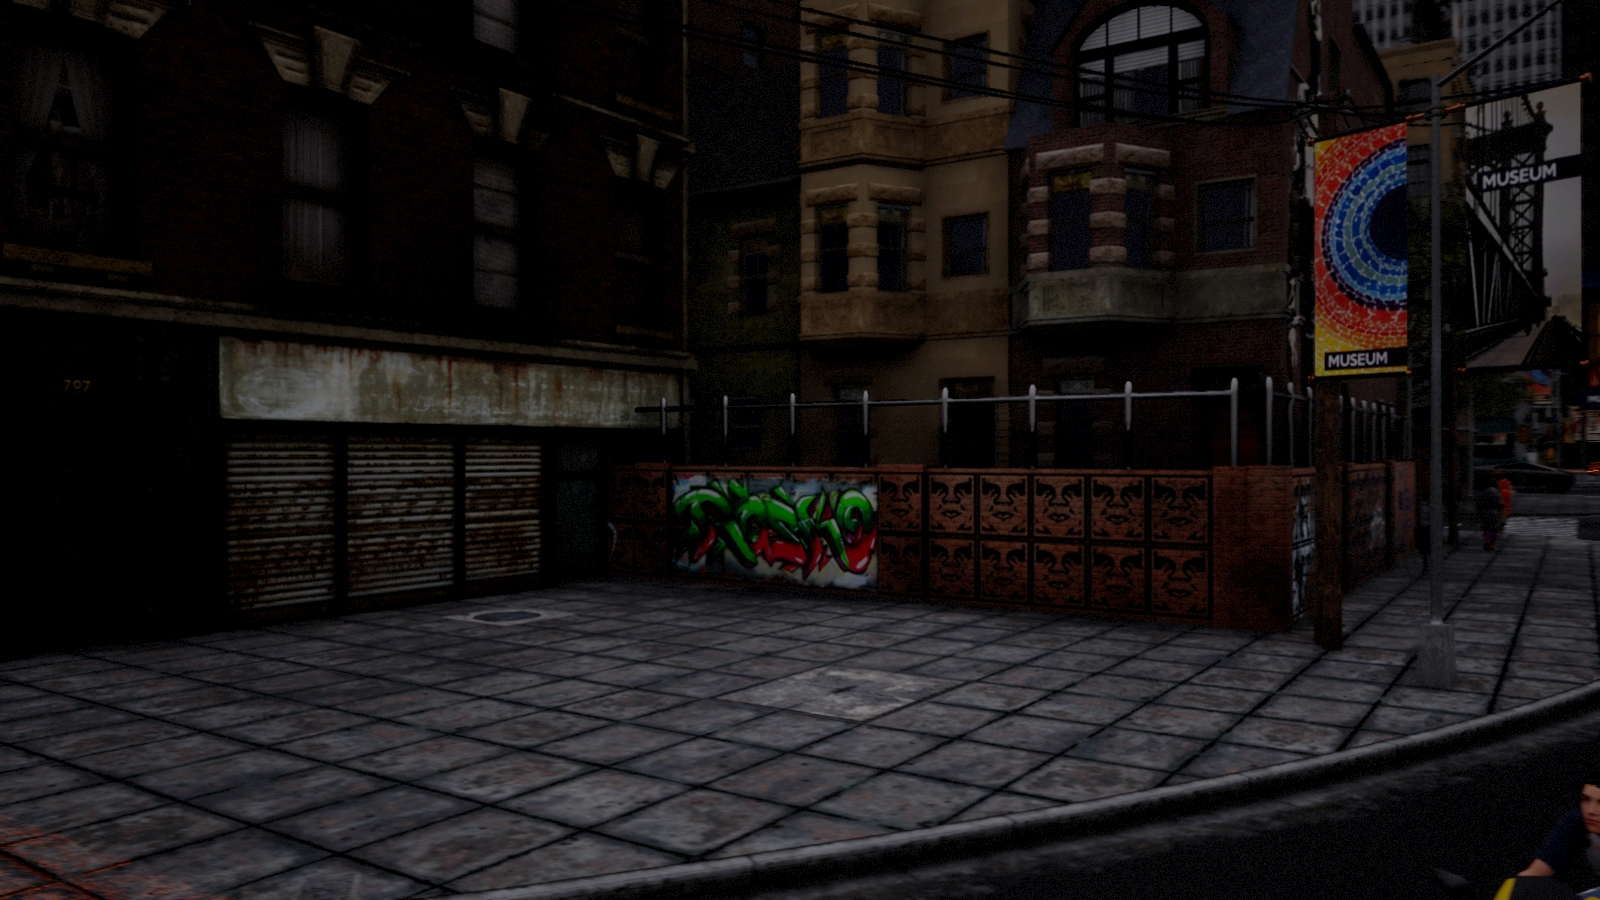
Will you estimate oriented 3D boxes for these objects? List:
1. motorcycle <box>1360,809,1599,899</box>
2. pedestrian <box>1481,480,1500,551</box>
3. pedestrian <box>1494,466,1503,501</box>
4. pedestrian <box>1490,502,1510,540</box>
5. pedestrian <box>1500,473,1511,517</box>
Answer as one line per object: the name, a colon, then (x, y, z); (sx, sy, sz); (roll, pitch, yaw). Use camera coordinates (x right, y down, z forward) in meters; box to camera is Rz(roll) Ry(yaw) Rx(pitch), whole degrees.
motorcycle: (3.305, 2.218, 4.612); (2.033, 1.145, 0.803); (0, -1, -27)
pedestrian: (18.395, 1.729, 30.447); (0.375, 1.860, 0.375); (0, 0, 41)
pedestrian: (37.208, 1.761, 60.881); (0.375, 1.860, 0.375); (0, 0, 29)
pedestrian: (20.854, 2.113, 34.021); (0.500, 1.100, 0.500); (0, 0, 33)
pedestrian: (29.972, 1.901, 48.555); (0.375, 1.860, 0.375); (0, 0, 34)
